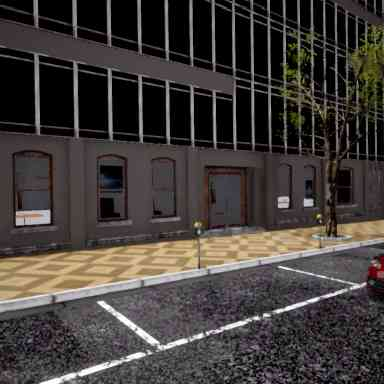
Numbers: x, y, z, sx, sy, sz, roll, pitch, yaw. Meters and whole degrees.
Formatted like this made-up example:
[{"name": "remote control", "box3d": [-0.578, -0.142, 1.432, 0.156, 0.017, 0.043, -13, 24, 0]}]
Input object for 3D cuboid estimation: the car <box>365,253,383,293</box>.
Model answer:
[{"name": "car", "box3d": [5.755, 1.561, 7.476, 4.181, 1.385, 1.994, 0, 0, -35]}]
